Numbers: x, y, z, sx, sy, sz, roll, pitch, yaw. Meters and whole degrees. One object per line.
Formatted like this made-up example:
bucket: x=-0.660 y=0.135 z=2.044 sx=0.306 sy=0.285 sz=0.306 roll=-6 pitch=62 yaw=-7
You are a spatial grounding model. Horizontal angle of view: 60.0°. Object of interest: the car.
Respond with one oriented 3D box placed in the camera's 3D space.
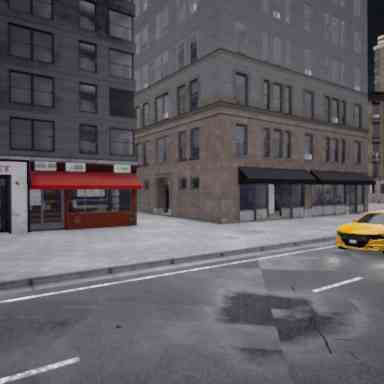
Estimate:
car: x=7.681 y=1.463 z=13.106 sx=5.008 sy=1.535 sz=1.882 roll=0 pitch=0 yaw=-35
